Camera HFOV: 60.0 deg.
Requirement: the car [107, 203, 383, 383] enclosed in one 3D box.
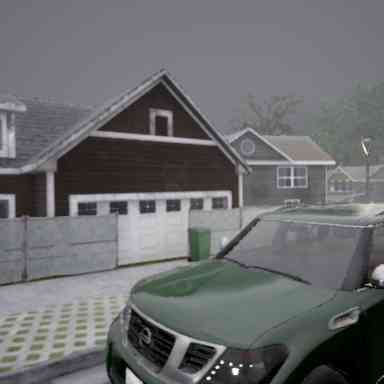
[{"bbox_3d":[1.779,1.208,4.326,5.566,2.045,2.150,0,0,-35],"label":"car"}]
